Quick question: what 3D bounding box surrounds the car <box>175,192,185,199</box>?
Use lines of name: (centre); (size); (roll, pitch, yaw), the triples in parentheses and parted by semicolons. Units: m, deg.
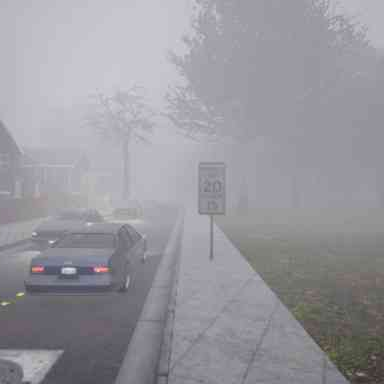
car: (-3.472, 0.940, 92.678); (2.150, 2.045, 5.566); (0, 0, -1)

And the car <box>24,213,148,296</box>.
car: (-2.340, 1.512, 8.732); (2.033, 1.411, 5.357); (0, 0, -1)

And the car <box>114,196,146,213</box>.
car: (-5.448, 1.352, 28.724); (1.882, 1.535, 5.008); (0, 0, -1)

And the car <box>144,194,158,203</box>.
car: (-5.561, 0.918, 43.889); (1.882, 1.535, 5.008); (0, 0, -1)

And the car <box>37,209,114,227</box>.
car: (-5.276, 1.470, 15.071); (2.033, 1.411, 5.357); (0, 0, -1)
